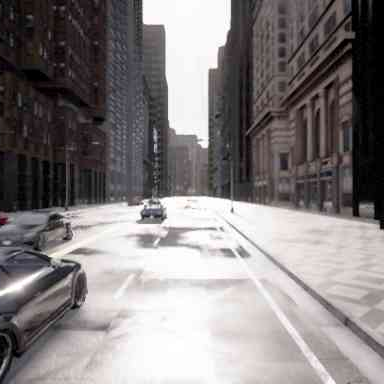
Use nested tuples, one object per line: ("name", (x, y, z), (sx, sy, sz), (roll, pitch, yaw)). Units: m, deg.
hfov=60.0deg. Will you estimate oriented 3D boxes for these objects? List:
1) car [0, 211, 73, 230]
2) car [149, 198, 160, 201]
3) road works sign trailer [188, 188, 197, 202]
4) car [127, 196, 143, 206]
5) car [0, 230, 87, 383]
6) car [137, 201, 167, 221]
("car", (-6.594, 1.556, 14.203), (1.812, 1.442, 4.674), (0, 0, 0))
("car", (-6.526, 1.756, 57.206), (1.994, 1.385, 4.181), (0, 0, 1))
("road works sign trailer", (0.030, 0.854, 86.676), (2.380, 3.560, 2.880), (0, 0, 0))
("car", (-9.774, 1.544, 57.122), (2.097, 1.767, 4.553), (0, 0, 1))
("car", (-3.153, 1.574, 5.226), (1.994, 1.385, 4.181), (0, 0, 0))
("car", (-3.141, 1.665, 28.208), (1.895, 1.301, 4.718), (0, 0, 0))
